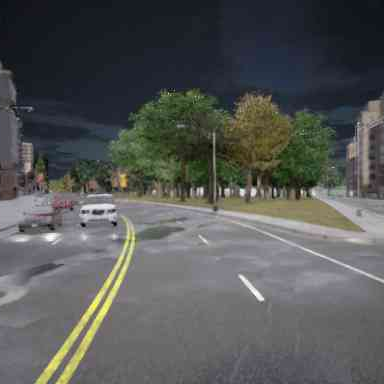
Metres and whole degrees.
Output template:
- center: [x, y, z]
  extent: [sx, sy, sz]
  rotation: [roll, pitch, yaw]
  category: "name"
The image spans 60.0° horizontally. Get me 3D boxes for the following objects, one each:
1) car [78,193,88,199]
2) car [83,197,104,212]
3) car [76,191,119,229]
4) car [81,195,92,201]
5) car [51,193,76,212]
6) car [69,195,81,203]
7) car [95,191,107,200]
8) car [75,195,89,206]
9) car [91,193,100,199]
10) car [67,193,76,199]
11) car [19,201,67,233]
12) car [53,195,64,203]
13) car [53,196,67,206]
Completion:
- center: [-29.008, 1.071, 88.213]
  extent: [2.033, 1.411, 5.357]
  rotation: [-1, 1, -23]
  category: "car"
- center: [-11.623, 1.409, 39.000]
  extent: [1.812, 1.442, 4.674]
  rotation: [-1, 0, -22]
  category: "car"
- center: [-6.032, 1.136, 21.851]
  extent: [2.150, 2.045, 5.566]
  rotation: [-2, 0, -14]
  category: "car"
- center: [-25.087, 1.311, 79.043]
  extent: [1.895, 1.301, 4.718]
  rotation: [-1, 1, -23]
  category: "car"
- center: [-14.802, 1.173, 38.170]
  extent: [2.150, 2.045, 5.566]
  rotation: [-1, 0, -22]
  category: "car"
- center: [-23.614, 1.368, 67.318]
  extent: [1.994, 1.385, 4.181]
  rotation: [-1, 1, -23]
  category: "car"
- center: [-21.942, 0.876, 79.933]
  extent: [2.150, 2.045, 5.566]
  rotation: [-1, 1, -23]
  category: "car"
- center: [-17.817, 1.352, 53.669]
  extent: [1.837, 1.490, 4.892]
  rotation: [-1, 1, -23]
  category: "car"
- center: [-26.020, 1.019, 89.489]
  extent: [1.994, 1.385, 4.181]
  rotation: [-1, 1, -23]
  category: "car"
- center: [-29.382, 0.953, 80.805]
  extent: [1.812, 1.442, 4.674]
  rotation: [-1, 1, -23]
  category: "car"
- center: [-9.010, 1.528, 20.153]
  extent: [1.812, 1.442, 4.674]
  rotation: [-2, 1, -13]
  category: "car"
- center: [-26.936, 1.356, 66.820]
  extent: [1.882, 1.535, 5.008]
  rotation: [-1, 1, -23]
  category: "car"
- center: [-22.126, 1.469, 55.559]
  extent: [1.994, 1.385, 4.181]
  rotation: [-1, 1, -23]
  category: "car"
